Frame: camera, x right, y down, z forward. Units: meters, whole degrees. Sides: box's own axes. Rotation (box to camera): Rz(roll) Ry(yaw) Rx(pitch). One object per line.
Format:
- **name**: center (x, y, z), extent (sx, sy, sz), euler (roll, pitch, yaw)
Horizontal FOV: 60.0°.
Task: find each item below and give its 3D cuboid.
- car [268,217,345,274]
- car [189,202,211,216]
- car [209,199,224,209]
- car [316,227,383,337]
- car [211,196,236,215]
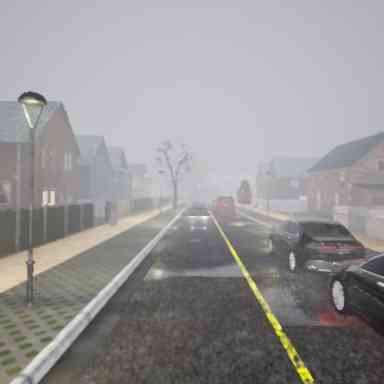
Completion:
- **car**: center (3.758, 1.590, 10.800), extent (1.837, 1.490, 4.892), euler (1, 0, 1)
- **car**: center (0.688, 1.713, 34.642), extent (1.994, 1.385, 4.181), euler (1, 0, 1)
- **car**: center (3.813, 1.842, 52.344), extent (2.033, 1.411, 5.357), euler (1, 0, 1)
- **car**: center (3.632, 1.567, 4.800), extent (1.837, 1.490, 4.892), euler (1, 0, 1)
- **car**: center (3.551, 1.420, 36.764), extent (2.150, 2.045, 5.566), euler (1, 0, 2)
